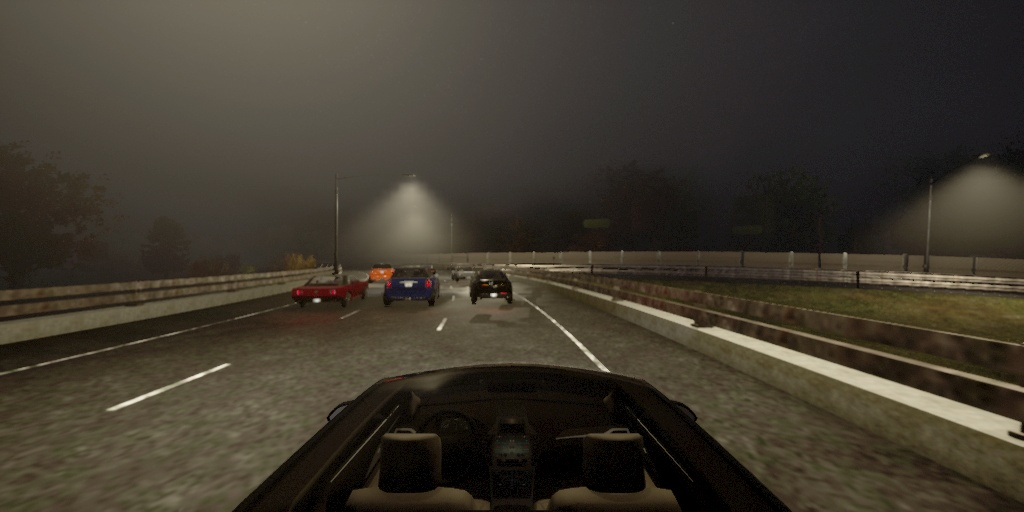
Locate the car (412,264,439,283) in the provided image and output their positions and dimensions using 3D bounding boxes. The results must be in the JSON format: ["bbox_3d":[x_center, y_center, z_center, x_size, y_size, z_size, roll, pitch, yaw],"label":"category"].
[{"bbox_3d":[-7.881,1.528,32.425,2.128,1.511,4.902,0,0,-16],"label":"car"}]

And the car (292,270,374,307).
[{"bbox_3d":[-8.016,1.488,16.376,1.895,1.301,4.718,0,0,-8],"label":"car"}]

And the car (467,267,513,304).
[{"bbox_3d":[-1.112,1.403,17.510,1.837,1.490,4.892,0,0,-8],"label":"car"}]

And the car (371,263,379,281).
[{"bbox_3d":[-11.179,1.376,31.252,2.097,1.767,4.553,0,-1,-16],"label":"car"}]

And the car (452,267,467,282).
[{"bbox_3d":[-4.455,1.642,33.204,1.895,1.301,4.718,0,-1,-16],"label":"car"}]

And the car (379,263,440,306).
[{"bbox_3d":[-4.545,1.241,16.817,2.097,1.767,4.553,0,-1,-8],"label":"car"}]
